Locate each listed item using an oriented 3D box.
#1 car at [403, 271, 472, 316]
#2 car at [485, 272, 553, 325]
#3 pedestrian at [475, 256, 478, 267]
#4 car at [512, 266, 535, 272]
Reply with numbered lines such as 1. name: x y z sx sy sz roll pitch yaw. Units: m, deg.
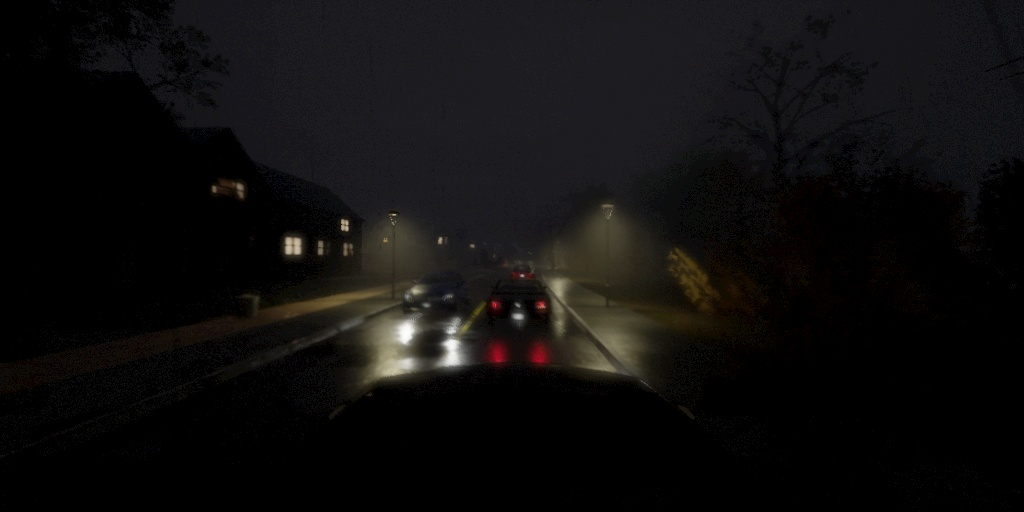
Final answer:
1. car: -2.659 1.318 13.789 1.812 1.442 4.674 0 0 2
2. car: 0.242 1.387 12.026 1.895 1.301 4.718 0 0 1
3. pedestrian: -6.209 0.910 61.972 0.375 1.860 0.375 0 -4 5
4. car: 0.899 1.438 28.602 1.994 1.385 4.181 0 0 3
